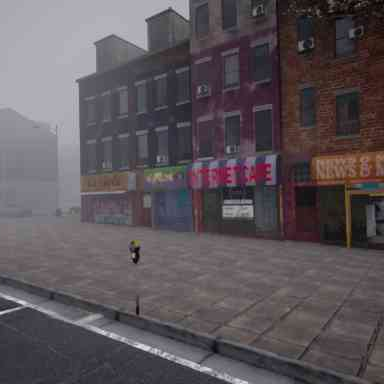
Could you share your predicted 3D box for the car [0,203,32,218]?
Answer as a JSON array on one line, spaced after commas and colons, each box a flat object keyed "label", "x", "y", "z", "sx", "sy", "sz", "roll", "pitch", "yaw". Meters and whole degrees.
[{"label": "car", "x": -16.226, "y": 1.631, "z": 28.949, "sx": 1.994, "sy": 1.385, "sz": 4.181, "roll": -2, "pitch": -1, "yaw": 36}]

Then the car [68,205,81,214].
[{"label": "car", "x": -10.771, "y": 1.609, "z": 36.539, "sx": 2.033, "sy": 1.411, "sz": 5.357, "roll": -2, "pitch": -1, "yaw": 35}]
